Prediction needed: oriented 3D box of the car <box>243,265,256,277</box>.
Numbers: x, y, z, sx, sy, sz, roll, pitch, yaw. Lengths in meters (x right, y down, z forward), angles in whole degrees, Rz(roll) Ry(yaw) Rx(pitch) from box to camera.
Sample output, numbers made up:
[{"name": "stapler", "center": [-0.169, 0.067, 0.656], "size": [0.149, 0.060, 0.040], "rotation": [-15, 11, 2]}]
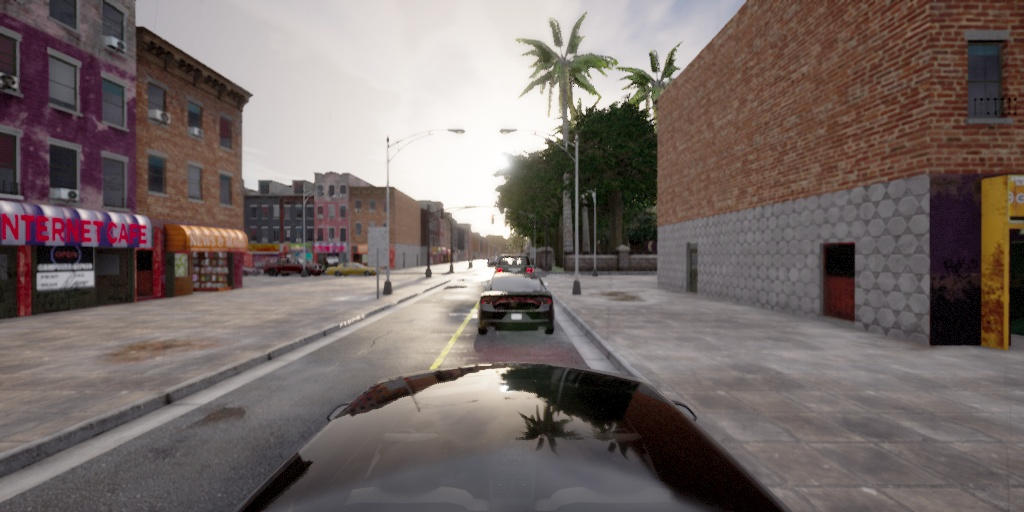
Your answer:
[{"name": "car", "center": [-25.515, 1.294, 33.028], "size": [4.207, 1.307, 1.802], "rotation": [0, 0, 0]}]

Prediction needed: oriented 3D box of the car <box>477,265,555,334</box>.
[{"name": "car", "center": [0.099, 1.198, 10.493], "size": [1.882, 1.535, 5.008], "rotation": [0, 0, 0]}]

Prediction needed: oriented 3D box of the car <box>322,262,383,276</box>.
[{"name": "car", "center": [-14.441, 1.209, 33.041], "size": [4.829, 1.417, 1.751], "rotation": [0, 0, 0]}]

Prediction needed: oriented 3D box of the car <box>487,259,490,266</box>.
[{"name": "car", "center": [-2.827, 0.950, 57.232], "size": [2.097, 1.767, 4.553], "rotation": [0, 0, 0]}]

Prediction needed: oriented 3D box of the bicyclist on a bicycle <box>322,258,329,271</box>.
[{"name": "bicyclist on a bicycle", "center": [-20.145, 0.989, 38.677], "size": [0.582, 1.620, 1.656], "rotation": [0, 0, 0]}]

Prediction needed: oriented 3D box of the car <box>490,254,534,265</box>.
[{"name": "car", "center": [0.102, 0.911, 20.461], "size": [2.150, 2.045, 5.566], "rotation": [0, 0, -1]}]

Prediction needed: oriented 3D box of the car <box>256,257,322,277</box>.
[{"name": "car", "center": [-20.062, 1.012, 33.035], "size": [5.009, 1.841, 2.192], "rotation": [0, 0, 0]}]
